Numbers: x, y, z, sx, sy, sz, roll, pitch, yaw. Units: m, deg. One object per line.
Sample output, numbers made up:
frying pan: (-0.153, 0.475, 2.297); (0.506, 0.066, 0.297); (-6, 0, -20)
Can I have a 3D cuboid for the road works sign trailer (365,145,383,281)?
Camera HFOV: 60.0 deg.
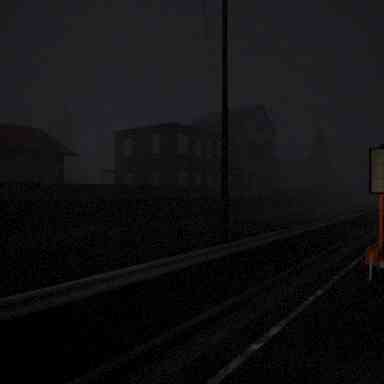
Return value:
road works sign trailer: (6.142, 0.462, 8.941); (2.380, 3.560, 2.880); (0, 0, 37)
